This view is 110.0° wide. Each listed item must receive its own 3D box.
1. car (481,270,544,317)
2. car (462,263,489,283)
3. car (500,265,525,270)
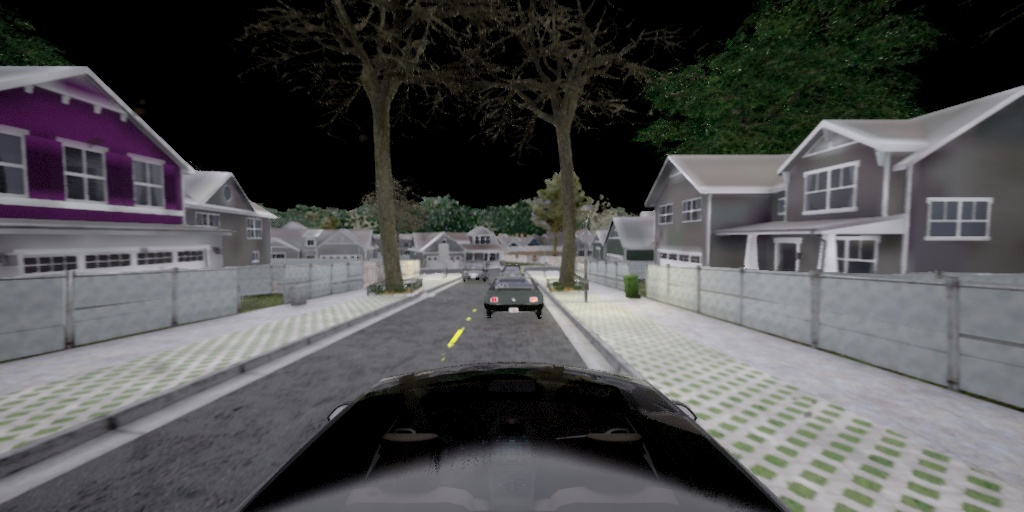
[{"bbox_3d":[0.069,1.372,13.171,1.895,1.301,4.718,0,0,0],"label":"car"},{"bbox_3d":[-2.870,1.323,29.187,2.128,1.511,4.902,0,0,0],"label":"car"},{"bbox_3d":[0.044,1.388,27.327,1.994,1.385,4.181,0,0,0],"label":"car"}]
